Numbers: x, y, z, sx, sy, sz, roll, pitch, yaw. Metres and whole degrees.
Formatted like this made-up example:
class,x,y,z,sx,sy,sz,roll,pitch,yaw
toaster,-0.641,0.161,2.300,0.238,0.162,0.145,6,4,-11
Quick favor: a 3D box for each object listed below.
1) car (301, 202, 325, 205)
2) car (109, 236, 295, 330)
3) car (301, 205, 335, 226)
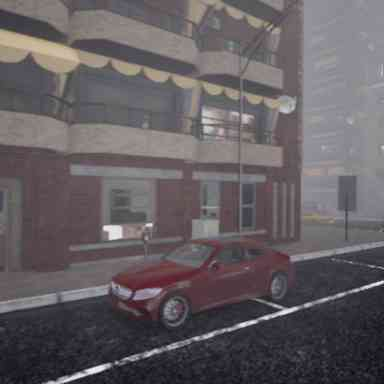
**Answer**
class,x,y,z,sx,sy,sz,roll,pitch,yaw
car,12.801,2.057,37.705,2.192,1.841,5.009,-1,-1,-36
car,0.405,1.627,6.912,4.206,1.307,1.802,1,-1,-35
car,9.517,2.088,28.028,1.752,1.417,4.829,-1,-1,-36
